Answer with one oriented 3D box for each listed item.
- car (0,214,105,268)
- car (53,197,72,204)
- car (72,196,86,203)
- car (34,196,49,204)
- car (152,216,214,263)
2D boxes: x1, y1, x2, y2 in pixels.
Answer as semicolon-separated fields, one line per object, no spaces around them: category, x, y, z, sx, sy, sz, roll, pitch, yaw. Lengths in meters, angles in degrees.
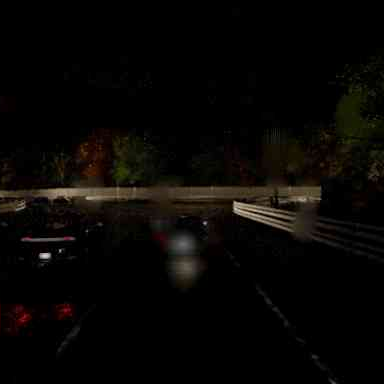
car;-4.213;1.505;11.373;2.128;1.511;4.902;0;0;-6
car;-26.268;1.606;66.374;1.994;1.385;4.181;0;0;-40
car;-23.497;1.535;68.511;1.837;1.490;4.892;0;0;-40
car;-29.041;1.596;64.238;1.812;1.442;4.674;0;0;-40
car;-0.333;1.558;12.003;1.994;1.385;4.181;0;0;-2
